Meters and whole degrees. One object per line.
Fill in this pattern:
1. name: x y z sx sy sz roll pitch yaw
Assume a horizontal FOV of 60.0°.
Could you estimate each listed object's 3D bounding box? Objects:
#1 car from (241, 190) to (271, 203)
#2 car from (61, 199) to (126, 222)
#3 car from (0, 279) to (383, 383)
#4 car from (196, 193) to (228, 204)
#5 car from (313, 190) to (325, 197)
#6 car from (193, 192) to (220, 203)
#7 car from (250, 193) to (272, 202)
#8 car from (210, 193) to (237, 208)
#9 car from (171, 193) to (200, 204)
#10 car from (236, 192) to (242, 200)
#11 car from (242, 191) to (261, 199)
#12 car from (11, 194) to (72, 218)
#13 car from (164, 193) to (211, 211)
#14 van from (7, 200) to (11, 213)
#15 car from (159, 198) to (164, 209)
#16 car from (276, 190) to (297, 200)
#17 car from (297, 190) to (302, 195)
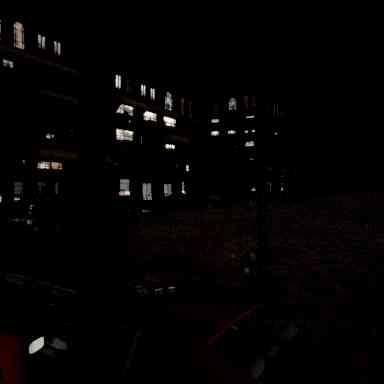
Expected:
1. car: 9.173 0.877 46.608 2.008 1.369 4.403 2 2 35
2. car: -6.698 1.328 23.730 1.947 1.339 4.313 2 2 35
3. car: -0.313 1.544 3.088 4.507 1.381 1.887 0 0 36
4. car: 2.915 0.867 47.713 2.033 1.411 5.357 1 1 35
5. car: 28.898 0.259 75.639 1.882 1.535 5.008 1 1 35
6. car: 2.288 0.807 51.384 2.008 1.369 4.403 2 2 35
7. car: 11.288 0.789 54.251 1.895 1.301 4.718 1 1 35
8. car: 2.824 1.050 37.456 2.008 1.369 4.403 2 2 35
9. car: -0.886 0.909 46.809 1.947 1.339 4.313 2 2 35
10. car: 8.636 0.650 60.536 1.947 1.339 4.313 2 2 35
11. car: 11.714 0.526 64.971 1.752 1.417 4.829 2 2 35
12. car: -11.555 1.069 26.903 2.097 1.767 4.553 1 1 35
13. car: -0.350 1.132 32.880 1.887 1.381 4.507 2 2 35
14. van: -13.581 1.034 28.500 1.690 1.788 3.998 2 2 35
15. car: -1.422 1.013 35.926 1.882 1.535 5.008 1 1 35
16. car: 15.619 0.676 55.899 1.752 1.417 4.829 2 2 35
17. car: 27.682 0.115 87.990 1.887 1.381 4.507 2 2 35
